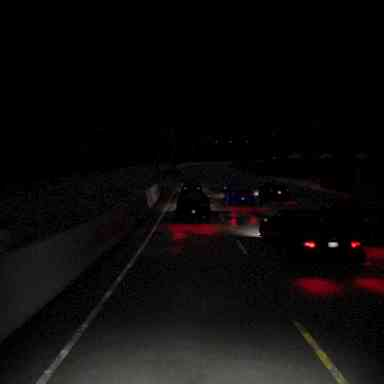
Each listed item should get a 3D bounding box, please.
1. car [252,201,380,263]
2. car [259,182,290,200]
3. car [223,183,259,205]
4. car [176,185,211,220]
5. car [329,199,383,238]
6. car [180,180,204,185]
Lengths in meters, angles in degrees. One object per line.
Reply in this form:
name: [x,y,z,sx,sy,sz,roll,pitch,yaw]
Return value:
car: [3.598,1.277,11.004,2.033,1.411,5.357,0,3,0]
car: [7.022,-0.181,28.766,1.994,1.385,4.181,0,6,-1]
car: [3.534,0.047,25.720,1.882,1.535,5.008,0,6,0]
car: [0.064,0.645,19.541,1.882,1.535,5.008,0,5,0]
car: [7.086,1.025,14.334,1.882,1.535,5.008,0,4,0]
car: [0.008,-0.307,29.250,2.128,1.511,4.902,0,6,0]
